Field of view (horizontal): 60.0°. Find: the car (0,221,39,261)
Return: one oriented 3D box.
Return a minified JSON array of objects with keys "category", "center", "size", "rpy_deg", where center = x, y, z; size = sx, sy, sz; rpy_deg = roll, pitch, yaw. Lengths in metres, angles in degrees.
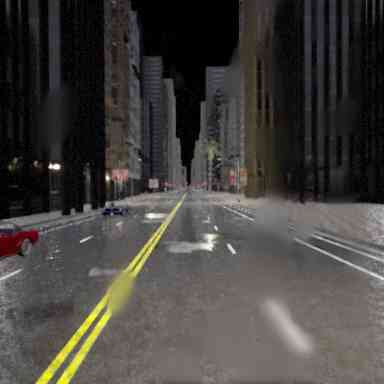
[{"category":"car","center":[-6.682,1.618,10.311],"size":[1.895,1.301,4.718],"rpy_deg":[0,0,0]}]

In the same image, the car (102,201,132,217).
[{"category":"car","center":[-6.779,1.549,30.347],"size":[1.895,1.301,4.718],"rpy_deg":[0,0,0]}]
